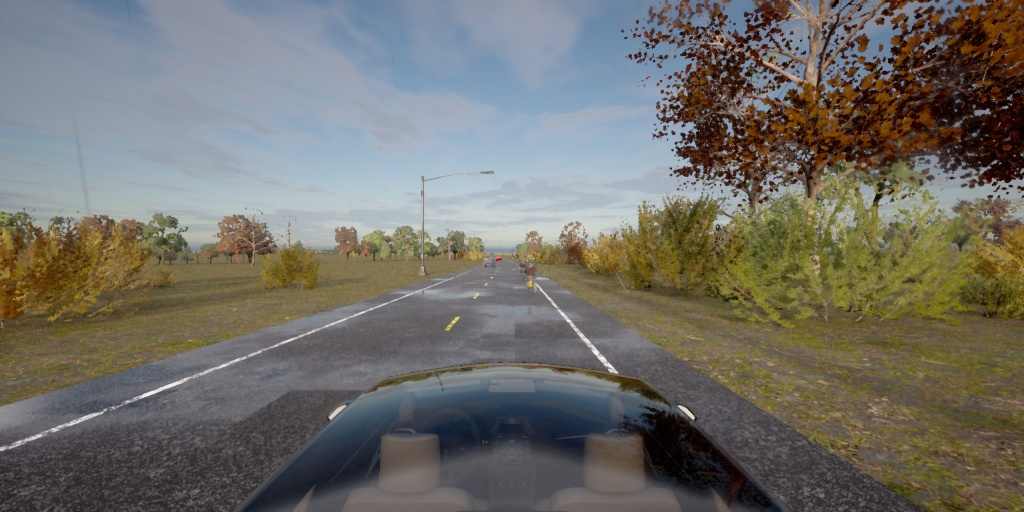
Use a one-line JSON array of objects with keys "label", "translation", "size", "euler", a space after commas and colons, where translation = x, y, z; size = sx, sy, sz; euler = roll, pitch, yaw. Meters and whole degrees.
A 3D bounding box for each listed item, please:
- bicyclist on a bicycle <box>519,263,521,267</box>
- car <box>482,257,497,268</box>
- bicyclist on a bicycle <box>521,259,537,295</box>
[{"label": "bicyclist on a bicycle", "translation": [0.890, 1.110, 28.567], "size": [0.659, 1.776, 1.843], "euler": [0, 0, 0]}, {"label": "car", "translation": [-3.933, 1.259, 61.040], "size": [1.812, 1.442, 4.674], "euler": [0, 0, 0]}, {"label": "bicyclist on a bicycle", "translation": [0.935, 1.114, 18.554], "size": [0.659, 1.776, 1.843], "euler": [0, 0, 0]}]
